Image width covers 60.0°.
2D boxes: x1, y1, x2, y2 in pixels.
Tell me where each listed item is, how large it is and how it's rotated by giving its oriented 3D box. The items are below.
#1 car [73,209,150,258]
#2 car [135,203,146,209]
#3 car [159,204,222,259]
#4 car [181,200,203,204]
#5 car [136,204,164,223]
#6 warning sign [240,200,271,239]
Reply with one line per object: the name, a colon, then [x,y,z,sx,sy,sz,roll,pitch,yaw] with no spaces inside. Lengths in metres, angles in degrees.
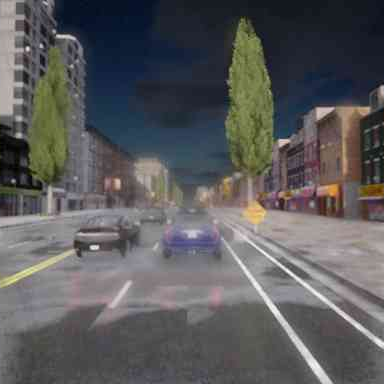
car: [-3.225,1.681,13.530,2.128,1.511,4.902,0,-1,1]
car: [-9.745,2.907,64.646,1.837,1.490,4.892,0,-2,1]
car: [0.026,1.538,13.475,2.097,1.767,4.553,0,-1,0]
car: [0.020,1.673,27.625,2.150,2.045,5.566,0,-1,0]
car: [-3.218,2.032,28.584,1.994,1.385,4.181,0,-1,1]
warning sign: [3.207,1.354,16.816,1.300,1.860,1.060,-2,-3,0]
